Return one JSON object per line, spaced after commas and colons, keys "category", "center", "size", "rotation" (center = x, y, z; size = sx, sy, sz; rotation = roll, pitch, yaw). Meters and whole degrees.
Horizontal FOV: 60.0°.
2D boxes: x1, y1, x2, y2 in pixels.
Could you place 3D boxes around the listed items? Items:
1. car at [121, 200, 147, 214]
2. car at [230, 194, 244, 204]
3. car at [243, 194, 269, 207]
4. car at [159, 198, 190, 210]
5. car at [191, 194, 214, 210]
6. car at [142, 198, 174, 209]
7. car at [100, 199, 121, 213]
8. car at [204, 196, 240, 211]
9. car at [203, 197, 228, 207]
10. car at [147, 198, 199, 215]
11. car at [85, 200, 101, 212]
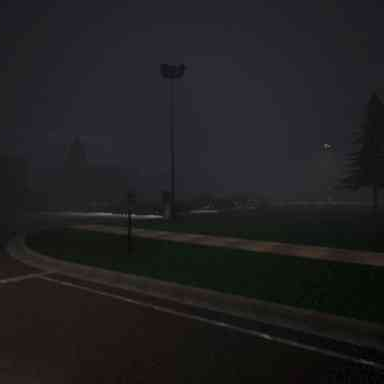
{"category": "car", "center": [-4.828, 1.640, 36.766], "size": [2.033, 1.411, 5.357], "rotation": [0, 0, 35]}
{"category": "car", "center": [7.286, 1.316, 54.101], "size": [2.150, 2.045, 5.566], "rotation": [0, 0, 36]}
{"category": "car", "center": [10.485, 1.434, 52.556], "size": [2.097, 1.767, 4.553], "rotation": [0, 0, 35]}
{"category": "car", "center": [-2.339, 1.632, 46.428], "size": [1.812, 1.442, 4.674], "rotation": [0, 0, 35]}
{"category": "car", "center": [1.138, 1.315, 45.310], "size": [2.150, 2.045, 5.566], "rotation": [0, 0, 35]}
{"category": "car", "center": [-4.913, 1.624, 48.869], "size": [1.837, 1.490, 4.892], "rotation": [0, 0, 35]}
{"category": "car", "center": [-7.989, 1.669, 38.351], "size": [1.994, 1.385, 4.181], "rotation": [0, 0, 35]}
{"category": "car", "center": [4.040, 1.586, 43.352], "size": [1.837, 1.490, 4.892], "rotation": [0, 0, 35]}
{"category": "car", "center": [3.940, 1.585, 55.416], "size": [1.882, 1.535, 5.008], "rotation": [0, 0, 35]}
{"category": "car", "center": [-1.888, 1.628, 34.863], "size": [2.033, 1.411, 5.357], "rotation": [0, 0, 35]}
{"category": "car", "center": [-10.641, 1.596, 40.666], "size": [1.882, 1.535, 5.008], "rotation": [0, 0, 35]}
